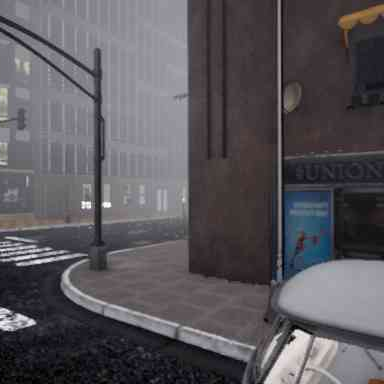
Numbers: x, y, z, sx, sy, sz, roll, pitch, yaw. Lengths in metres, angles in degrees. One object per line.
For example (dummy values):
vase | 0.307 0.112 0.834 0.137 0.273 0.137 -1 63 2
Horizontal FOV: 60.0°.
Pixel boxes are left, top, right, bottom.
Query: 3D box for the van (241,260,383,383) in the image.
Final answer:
van | 2.040 1.343 1.271 3.998 1.788 1.690 0 0 35

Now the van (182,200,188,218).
van | 0.617 1.708 33.742 1.690 1.788 3.998 -1 -1 35
